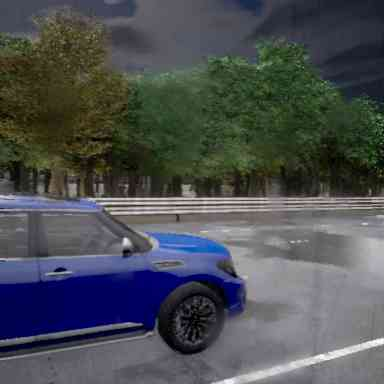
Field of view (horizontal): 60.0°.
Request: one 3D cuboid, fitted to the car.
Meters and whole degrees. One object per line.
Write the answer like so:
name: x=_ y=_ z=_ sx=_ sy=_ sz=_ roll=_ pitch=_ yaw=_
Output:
car: x=-1.975 y=1.056 z=4.526 sx=5.566 sy=2.045 sz=2.150 roll=0 pitch=2 yaw=-25
